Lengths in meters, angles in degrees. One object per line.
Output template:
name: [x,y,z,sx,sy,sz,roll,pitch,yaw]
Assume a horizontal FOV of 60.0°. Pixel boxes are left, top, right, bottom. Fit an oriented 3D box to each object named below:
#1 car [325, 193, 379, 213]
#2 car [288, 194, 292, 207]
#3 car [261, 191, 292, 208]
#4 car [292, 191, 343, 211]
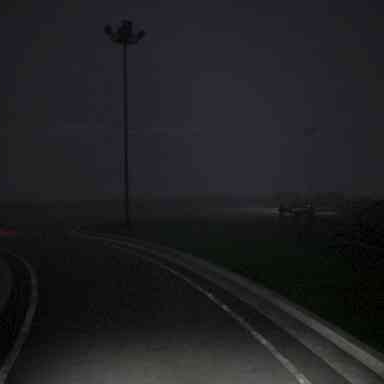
car: [16.222,1.191,33.225,5.008,1.535,1.882,0,0,-20]
car: [14.186,1.277,39.926,4.181,1.385,1.994,-1,0,-20]
car: [11.624,0.953,42.728,5.566,2.045,2.150,-1,0,-20]
car: [14.177,0.945,36.211,5.566,2.045,2.150,-1,0,-20]
